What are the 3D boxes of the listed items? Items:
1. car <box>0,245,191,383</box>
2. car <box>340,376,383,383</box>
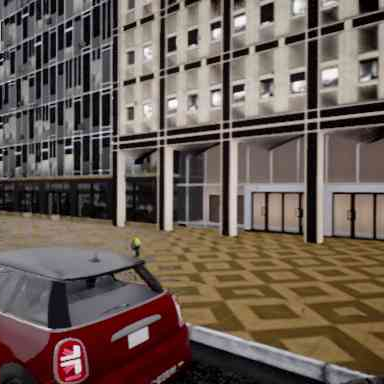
[{"bbox_3d":[-2.100,1.435,4.366,4.097,1.590,1.967,0,0,35],"label":"car"},{"bbox_3d":[2.535,1.553,1.062,4.403,1.369,2.008,0,0,35],"label":"car"}]
